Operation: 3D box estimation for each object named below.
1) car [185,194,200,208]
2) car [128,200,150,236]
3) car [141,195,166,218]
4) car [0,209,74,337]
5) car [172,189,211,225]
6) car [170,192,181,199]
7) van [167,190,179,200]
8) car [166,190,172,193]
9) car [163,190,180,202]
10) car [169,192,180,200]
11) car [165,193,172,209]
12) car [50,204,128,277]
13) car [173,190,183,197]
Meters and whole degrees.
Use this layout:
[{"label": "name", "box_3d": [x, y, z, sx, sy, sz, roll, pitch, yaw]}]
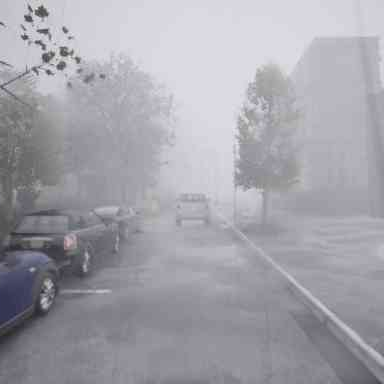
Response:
[{"label": "car", "box_3d": [0.075, 1.100, 41.906, 1.837, 1.490, 4.892, 0, 1, 0]}, {"label": "car", "box_3d": [-3.661, 1.338, 15.750, 2.231, 1.521, 4.892, 0, 1, 2]}, {"label": "car", "box_3d": [-3.659, 1.224, 27.083, 1.946, 1.575, 5.366, 0, 1, 2]}, {"label": "car", "box_3d": [-3.657, 1.314, 4.582, 2.185, 1.767, 4.553, 0, 1, 2]}, {"label": "car", "box_3d": [0.065, 1.017, 22.212, 2.150, 2.045, 5.566, 0, 1, 0]}, {"label": "car", "box_3d": [-3.692, 0.696, 77.026, 2.097, 1.535, 5.008, 0, 1, 2]}, {"label": "van", "box_3d": [-3.682, 0.585, 66.006, 1.878, 1.987, 4.442, 0, 1, 2]}, {"label": "car", "box_3d": [-3.681, 0.933, 54.746, 2.097, 1.535, 5.008, 0, 1, 2]}, {"label": "car", "box_3d": [-3.683, 0.621, 60.348, 2.435, 2.045, 5.566, 0, 1, 2]}, {"label": "car", "box_3d": [-3.682, 0.748, 71.646, 1.946, 1.575, 5.366, 0, 1, 2]}, {"label": "car", "box_3d": [-3.671, 1.144, 38.069, 2.163, 1.488, 4.792, 0, 1, 2]}, {"label": "car", "box_3d": [-3.660, 1.263, 10.153, 2.185, 1.767, 4.553, 0, 1, 2]}, {"label": "car", "box_3d": [-3.699, 0.459, 88.139, 2.185, 1.767, 4.553, 0, 1, 2]}]
